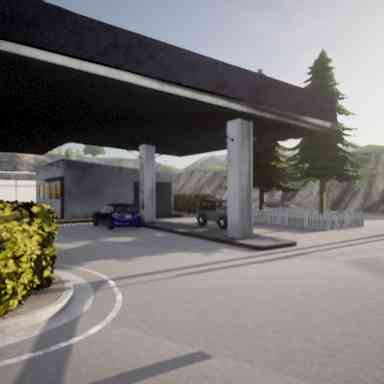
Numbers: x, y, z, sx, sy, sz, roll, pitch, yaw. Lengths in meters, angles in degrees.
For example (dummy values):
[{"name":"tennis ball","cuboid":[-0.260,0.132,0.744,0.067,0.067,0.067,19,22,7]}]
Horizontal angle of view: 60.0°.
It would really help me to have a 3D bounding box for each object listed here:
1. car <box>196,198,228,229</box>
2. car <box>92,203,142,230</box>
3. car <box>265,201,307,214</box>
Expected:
[{"name":"car","cuboid":[1.916,1.390,22.273,1.905,1.878,3.866,-1,0,-34]},{"name":"car","cuboid":[-5.199,1.596,22.766,2.242,1.667,4.611,-1,0,-34]},{"name":"car","cuboid":[8.860,1.556,31.662,1.994,1.385,4.181,-1,0,-33]}]
